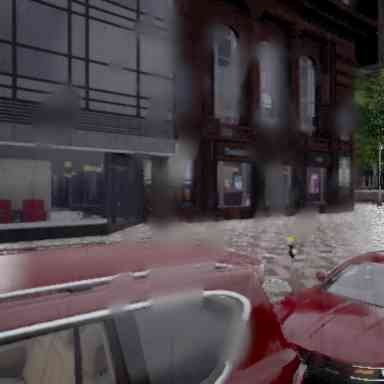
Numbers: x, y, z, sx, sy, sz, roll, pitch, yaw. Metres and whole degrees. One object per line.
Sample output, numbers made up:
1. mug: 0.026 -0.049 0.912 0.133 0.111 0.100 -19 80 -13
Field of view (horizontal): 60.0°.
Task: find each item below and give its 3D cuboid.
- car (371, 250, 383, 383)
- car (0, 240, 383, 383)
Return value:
1. car: 2.874 1.538 4.569 4.507 1.381 1.887 0 0 -35
2. car: -1.551 1.307 1.430 5.009 1.841 2.192 0 0 -35
